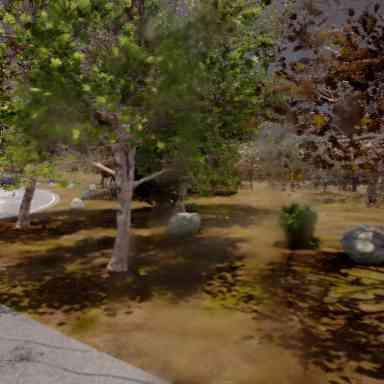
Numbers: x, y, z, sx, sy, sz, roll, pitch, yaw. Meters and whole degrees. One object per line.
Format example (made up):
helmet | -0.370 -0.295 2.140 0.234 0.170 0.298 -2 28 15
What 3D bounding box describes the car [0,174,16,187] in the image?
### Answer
car | -22.843 -1.437 39.973 4.892 1.490 1.837 6 2 33
